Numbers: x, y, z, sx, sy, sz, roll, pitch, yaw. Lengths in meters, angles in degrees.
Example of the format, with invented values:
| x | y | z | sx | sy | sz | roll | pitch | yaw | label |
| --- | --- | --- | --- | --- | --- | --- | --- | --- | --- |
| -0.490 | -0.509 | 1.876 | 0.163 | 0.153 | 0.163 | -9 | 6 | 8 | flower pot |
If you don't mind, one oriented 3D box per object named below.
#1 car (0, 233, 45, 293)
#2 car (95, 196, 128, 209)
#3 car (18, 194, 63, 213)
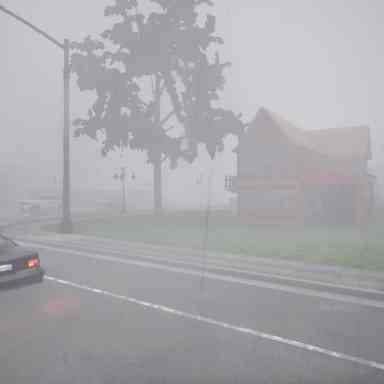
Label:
| x | y | z | sx | sy | sz | roll | pitch | yaw | label |
| --- | --- | --- | --- | --- | --- | --- | --- | --- | --- |
| -5.736 | 1.547 | 8.025 | 5.357 | 1.411 | 2.033 | 0 | 0 | 36 | car |
| -11.085 | 1.352 | 45.854 | 2.097 | 1.767 | 4.553 | 0 | 0 | 34 | car |
| -16.632 | 1.222 | 37.618 | 2.150 | 2.045 | 5.566 | 0 | 0 | 33 | car |
